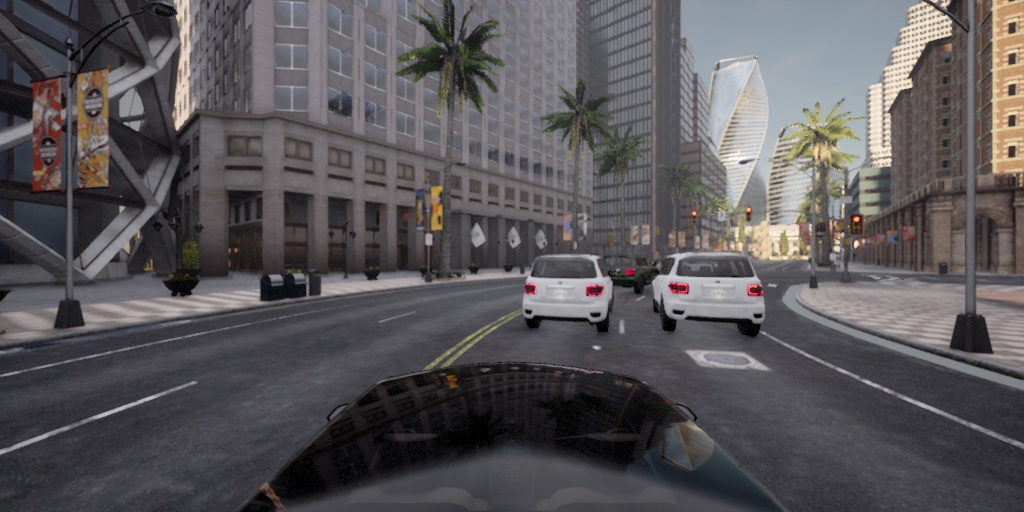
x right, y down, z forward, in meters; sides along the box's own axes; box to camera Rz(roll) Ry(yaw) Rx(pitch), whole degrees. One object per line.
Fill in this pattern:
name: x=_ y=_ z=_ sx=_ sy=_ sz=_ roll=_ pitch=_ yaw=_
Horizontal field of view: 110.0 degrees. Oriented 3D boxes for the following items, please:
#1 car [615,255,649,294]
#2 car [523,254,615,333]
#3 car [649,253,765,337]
car: x=6.763 y=0.948 z=20.371 sx=2.150 sy=2.045 sz=5.566 roll=0 pitch=0 yaw=37
car: x=1.921 y=0.961 z=11.024 sx=2.150 sy=2.045 sz=5.566 roll=0 pitch=0 yaw=17
car: x=5.458 y=0.955 z=10.631 sx=2.150 sy=2.045 sz=5.566 roll=0 pitch=-1 yaw=18
